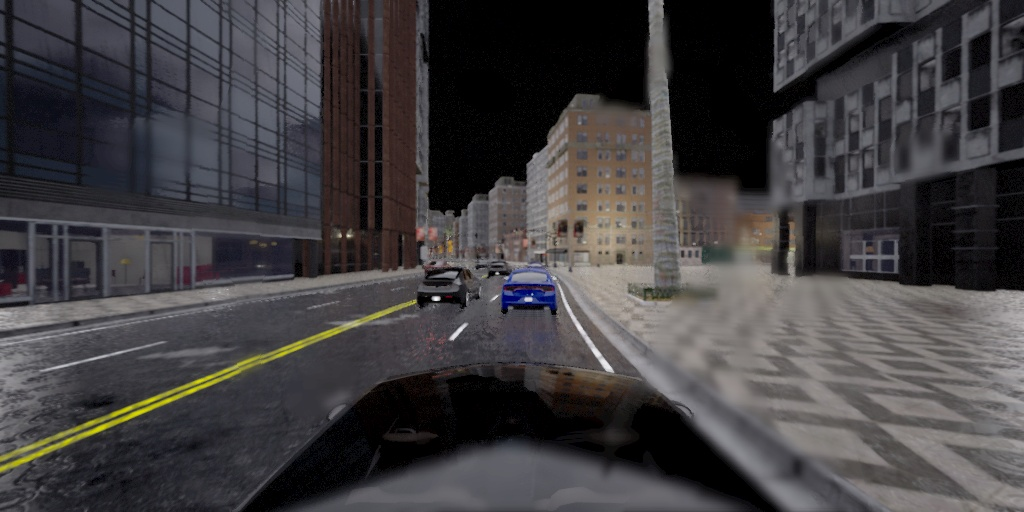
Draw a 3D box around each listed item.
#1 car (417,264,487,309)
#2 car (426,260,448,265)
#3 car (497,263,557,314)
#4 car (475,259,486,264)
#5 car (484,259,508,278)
[{"bbox_3d":[-2.459,1.241,14.969,1.837,1.490,4.892,0,0,5],"label":"car"},{"bbox_3d":[-7.634,1.185,36.958,1.882,1.535,5.008,0,0,2],"label":"car"},{"bbox_3d":[0.711,1.223,13.852,1.882,1.535,5.008,0,0,4],"label":"car"},{"bbox_3d":[-4.184,1.213,51.483,1.837,1.490,4.892,0,0,0],"label":"car"},{"bbox_3d":[-1.121,1.230,32.841,1.837,1.490,4.892,0,0,3],"label":"car"}]
